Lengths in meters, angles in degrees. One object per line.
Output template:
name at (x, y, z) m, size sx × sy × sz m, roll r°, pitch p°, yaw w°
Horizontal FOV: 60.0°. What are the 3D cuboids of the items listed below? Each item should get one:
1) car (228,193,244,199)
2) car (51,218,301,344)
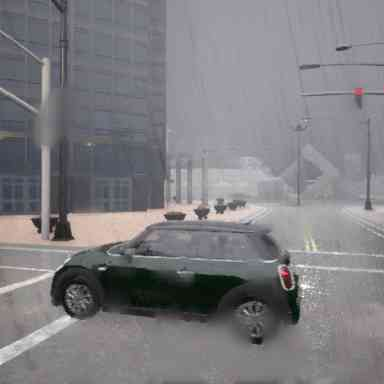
car at (12.566, 1.036, 94.845) m, size 4.553 × 1.767 × 2.097 m, roll 0°, pitch 0°, yaw -20°
car at (-0.324, 1.331, 6.301) m, size 4.553 × 1.767 × 2.097 m, roll 0°, pitch 0°, yaw 17°
